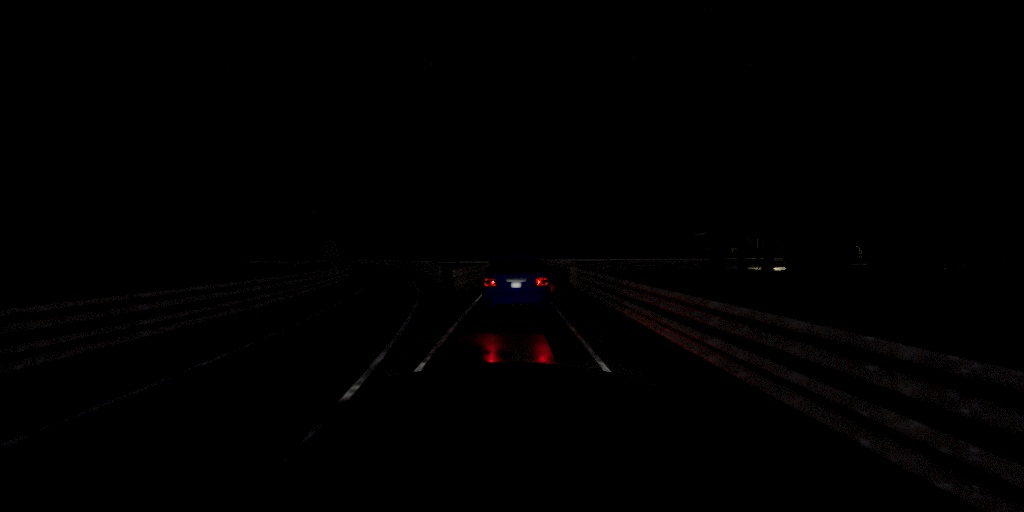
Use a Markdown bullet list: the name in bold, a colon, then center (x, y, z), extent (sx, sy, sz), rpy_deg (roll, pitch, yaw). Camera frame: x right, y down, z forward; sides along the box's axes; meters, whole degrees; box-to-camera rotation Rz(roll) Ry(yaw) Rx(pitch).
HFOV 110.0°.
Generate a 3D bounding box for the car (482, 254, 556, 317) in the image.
- **car**: center (0.156, 0.986, 13.313), extent (2.150, 2.045, 5.566), rpy_deg (-1, -1, 1)

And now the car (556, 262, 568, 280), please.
- **car**: center (3.531, 1.263, 31.021), extent (2.128, 1.511, 4.902), rpy_deg (-1, 0, 23)
